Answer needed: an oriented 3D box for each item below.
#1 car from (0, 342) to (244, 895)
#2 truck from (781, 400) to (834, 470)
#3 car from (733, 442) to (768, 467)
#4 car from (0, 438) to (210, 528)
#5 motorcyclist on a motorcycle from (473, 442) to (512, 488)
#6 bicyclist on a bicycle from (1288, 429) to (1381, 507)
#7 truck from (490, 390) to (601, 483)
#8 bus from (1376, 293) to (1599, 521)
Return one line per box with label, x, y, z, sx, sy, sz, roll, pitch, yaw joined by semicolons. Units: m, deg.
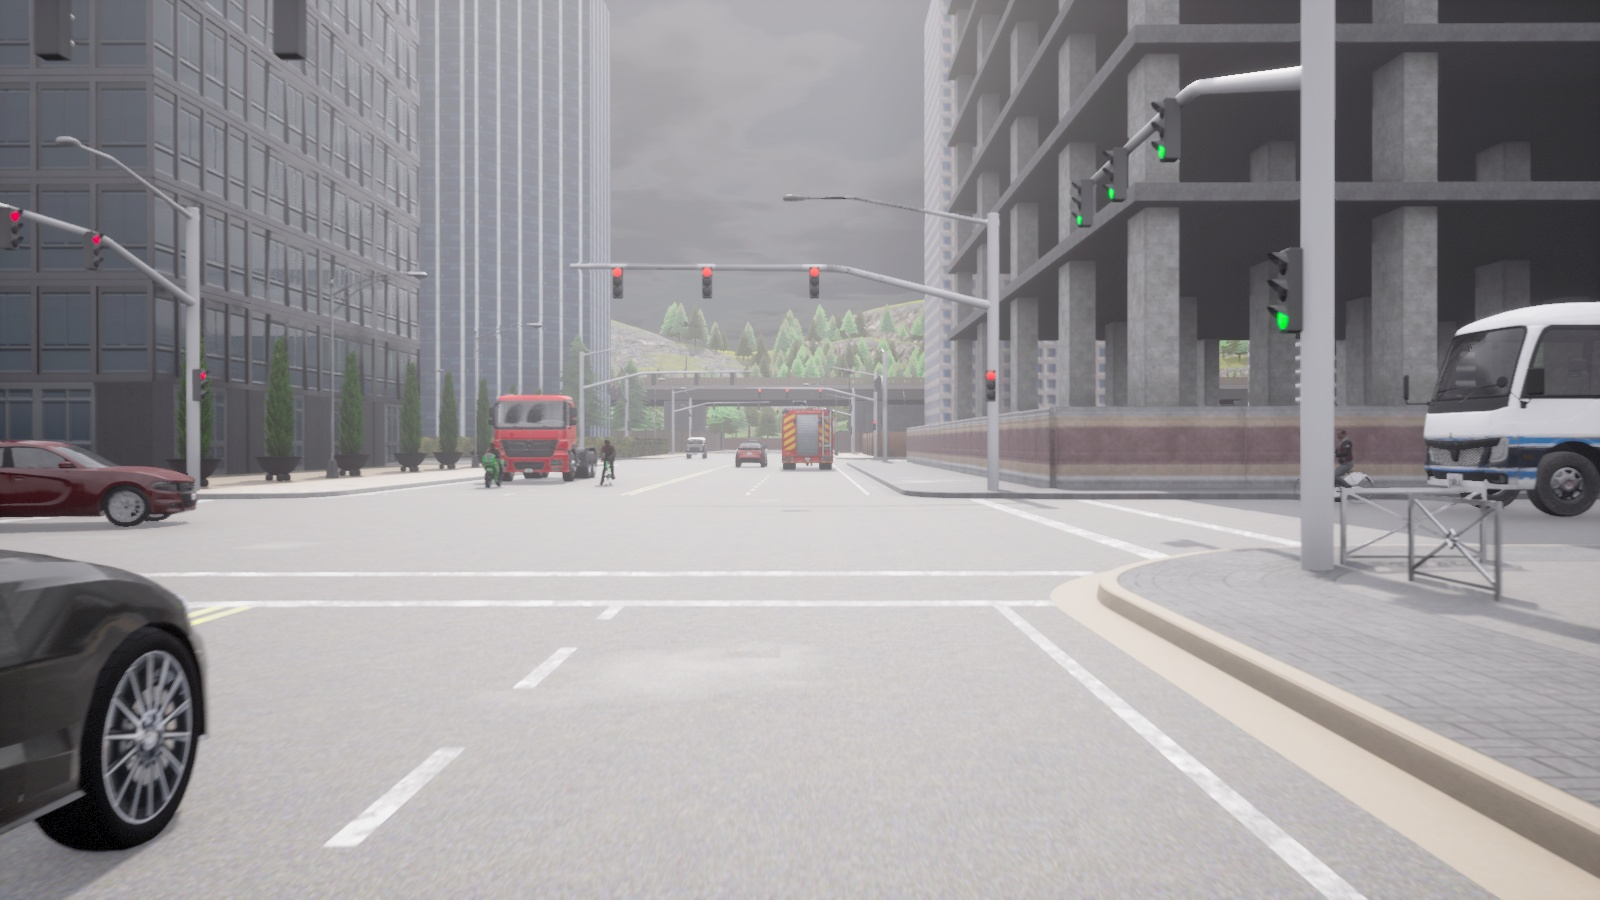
car;-3.468;0.506;2.861;2.152;1.651;5.027;0;0;0
truck;0.428;-0.826;72.415;2.891;3.827;8.468;0;0;0
car;-3.041;0.251;78.058;2.007;1.525;4.514;0;0;0
car;-13.453;0.553;22.396;5.008;1.535;1.882;0;1;-12
motorcyclist on a motorcycle;-10.247;0.484;41.884;0.797;1.523;2.044;0;0;0
bicyclist on a bicycle;12.293;0.409;28.903;1.843;1.776;0.659;0;0;0
truck;-10.197;-0.532;51.154;2.891;3.462;7.936;0;0;0
bus;17.699;-0.814;25.384;10.273;4.253;3.944;0;0;0
